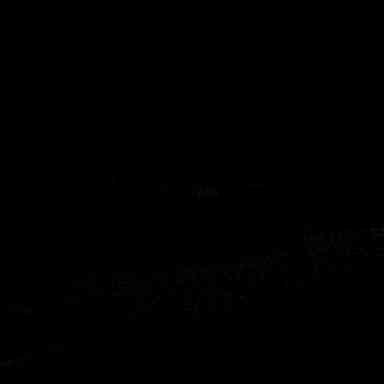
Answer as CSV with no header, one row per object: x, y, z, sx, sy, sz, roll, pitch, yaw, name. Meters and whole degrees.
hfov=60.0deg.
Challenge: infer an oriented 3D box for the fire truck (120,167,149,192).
-8.627,-1.151,41.999,2.891,3.827,8.468,0,3,-35,fire truck
